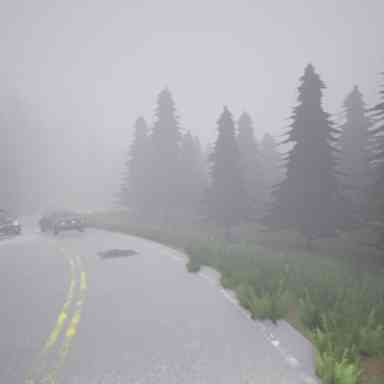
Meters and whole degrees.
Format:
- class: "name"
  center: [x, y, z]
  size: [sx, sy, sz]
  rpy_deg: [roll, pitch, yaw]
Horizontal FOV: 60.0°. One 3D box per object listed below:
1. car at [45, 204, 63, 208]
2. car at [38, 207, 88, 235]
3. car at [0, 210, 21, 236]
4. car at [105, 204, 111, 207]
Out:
- class: "car"
  center: [-16.984, 2.274, 41.584]
  size: [2.097, 1.767, 4.553]
  rpy_deg: [-1, -1, -6]
- class: "car"
  center: [-8.555, 1.934, 21.779]
  size: [2.033, 1.411, 5.357]
  rpy_deg: [-4, 1, -37]
- class: "car"
  center: [-12.869, 2.022, 22.254]
  size: [2.097, 1.767, 4.553]
  rpy_deg: [-4, 1, -34]
- class: "car"
  center: [-14.425, 2.591, 63.552]
  size: [1.812, 1.442, 4.674]
  rpy_deg: [2, 1, 34]
